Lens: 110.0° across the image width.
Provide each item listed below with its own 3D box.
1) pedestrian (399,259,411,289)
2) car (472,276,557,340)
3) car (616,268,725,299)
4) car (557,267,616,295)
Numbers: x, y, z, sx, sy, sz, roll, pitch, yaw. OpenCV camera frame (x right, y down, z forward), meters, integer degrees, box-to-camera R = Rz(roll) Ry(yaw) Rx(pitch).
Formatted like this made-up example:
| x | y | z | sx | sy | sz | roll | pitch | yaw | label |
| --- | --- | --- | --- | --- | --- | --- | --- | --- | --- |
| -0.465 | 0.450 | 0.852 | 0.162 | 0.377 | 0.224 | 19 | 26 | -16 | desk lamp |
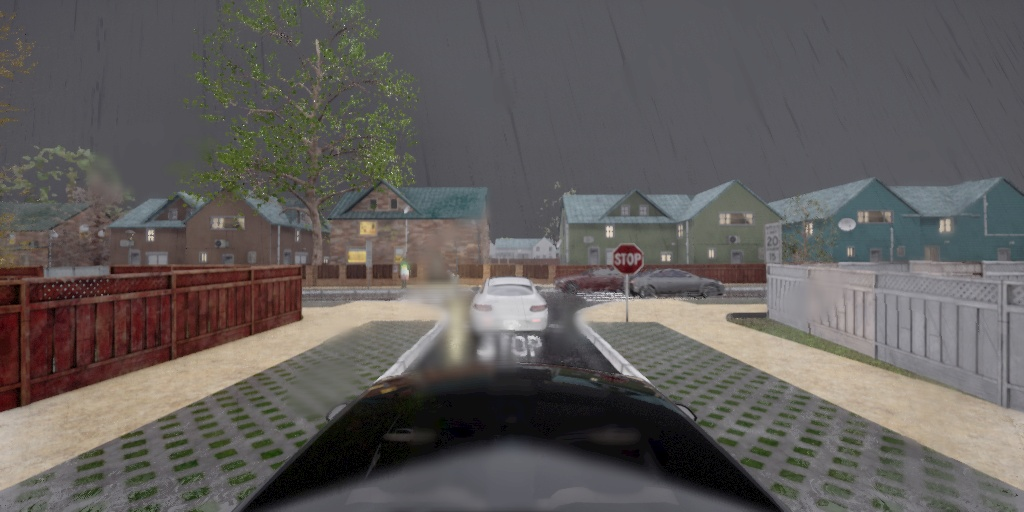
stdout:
| x | y | z | sx | sy | sz | roll | pitch | yaw | label |
| --- | --- | --- | --- | --- | --- | --- | --- | --- | --- |
| -6.671 | 1.102 | 22.381 | 0.375 | 1.860 | 0.375 | 0 | -1 | 1 | pedestrian |
| -0.107 | 1.274 | 9.893 | 1.812 | 1.442 | 4.674 | 0 | 0 | -3 | car |
| 7.244 | 1.250 | 16.299 | 4.181 | 1.385 | 1.994 | -1 | -1 | 1 | car |
| 4.646 | 1.308 | 19.287 | 4.674 | 1.442 | 1.812 | 0 | -1 | 1 | car |
